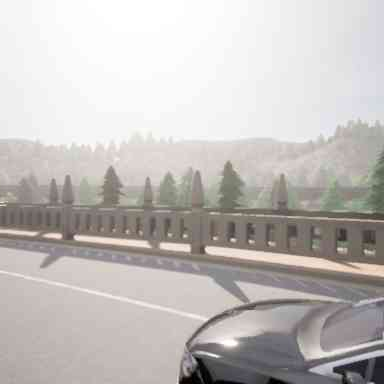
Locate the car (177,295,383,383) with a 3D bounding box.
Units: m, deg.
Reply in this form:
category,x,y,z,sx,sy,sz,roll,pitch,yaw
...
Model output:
category,x,y,z,sx,sy,sz,roll,pitch,yaw
car,2.099,1.480,2.304,4.902,1.511,2.128,0,0,35
